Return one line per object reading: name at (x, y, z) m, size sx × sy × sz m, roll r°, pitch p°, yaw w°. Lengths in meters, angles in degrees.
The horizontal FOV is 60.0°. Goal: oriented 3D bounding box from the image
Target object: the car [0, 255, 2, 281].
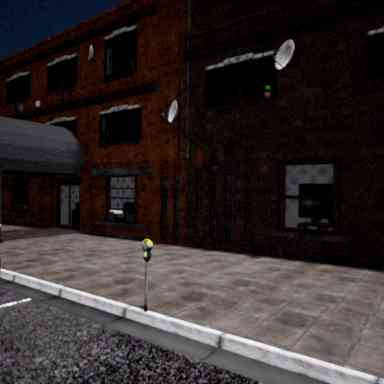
car at (-6.359, 1.500, 7.894) m, size 4.892 × 1.490 × 1.837 m, roll 0°, pitch 0°, yaw 36°
